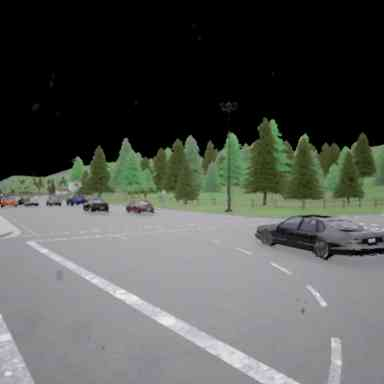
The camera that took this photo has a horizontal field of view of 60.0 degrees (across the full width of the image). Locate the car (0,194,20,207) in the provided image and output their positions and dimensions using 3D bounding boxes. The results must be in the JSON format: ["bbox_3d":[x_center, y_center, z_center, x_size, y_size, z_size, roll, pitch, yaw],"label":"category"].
[{"bbox_3d":[-30.165,1.593,54.912,2.097,1.767,4.553,0,0,-33],"label":"car"}]

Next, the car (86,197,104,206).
[{"bbox_3d":[-18.219,1.704,62.037,1.882,1.535,5.008,0,0,-33],"label":"car"}]

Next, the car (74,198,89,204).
[{"bbox_3d":[-23.106,1.856,69.575,1.895,1.301,4.718,0,0,-33],"label":"car"}]

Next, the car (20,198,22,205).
[{"bbox_3d":[-32.669,1.802,65.023,2.128,1.511,4.902,0,0,-33],"label":"car"}]

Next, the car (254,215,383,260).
[{"bbox_3d":[4.592,1.570,12.670,2.033,1.411,5.357,0,0,-24],"label":"car"}]

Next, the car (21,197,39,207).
[{"bbox_3d":[-27.627,1.841,57.254,1.895,1.301,4.718,0,0,-33],"label":"car"}]

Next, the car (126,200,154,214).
[{"bbox_3d":[-5.716,1.644,36.480,1.812,1.442,4.674,0,0,-33],"label":"car"}]

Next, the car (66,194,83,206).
[{"bbox_3d":[-20.913,1.450,59.759,2.150,2.045,5.566,0,0,-33],"label":"car"}]

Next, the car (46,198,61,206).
[{"bbox_3d":[-24.517,1.783,58.906,2.033,1.411,5.357,0,0,-33],"label":"car"}]

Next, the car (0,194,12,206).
[{"bbox_3d":[-35.450,1.504,62.879,2.150,2.045,5.566,0,0,-33],"label":"car"}]

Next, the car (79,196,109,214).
[{"bbox_3d":[-11.167,1.618,38.466,1.882,1.535,5.008,0,0,-33],"label":"car"}]
